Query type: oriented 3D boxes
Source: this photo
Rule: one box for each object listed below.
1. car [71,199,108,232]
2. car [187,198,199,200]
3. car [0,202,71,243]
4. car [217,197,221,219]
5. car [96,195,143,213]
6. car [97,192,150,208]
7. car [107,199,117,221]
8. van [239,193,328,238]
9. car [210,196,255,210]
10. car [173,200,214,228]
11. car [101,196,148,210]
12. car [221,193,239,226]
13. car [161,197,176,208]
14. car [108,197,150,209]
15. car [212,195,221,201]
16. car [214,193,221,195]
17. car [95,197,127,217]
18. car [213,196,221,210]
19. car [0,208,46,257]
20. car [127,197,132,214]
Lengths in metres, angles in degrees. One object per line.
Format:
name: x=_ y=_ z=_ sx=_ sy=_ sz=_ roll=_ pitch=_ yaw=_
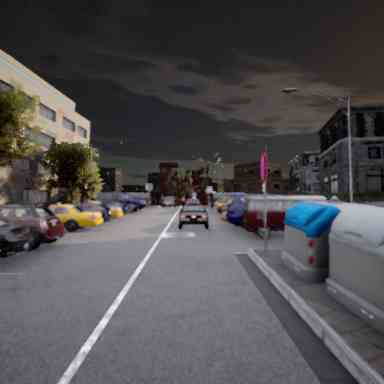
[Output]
car: x=-7.843 y=1.384 z=18.896 sx=5.366 sy=1.575 sz=1.946 roll=0 pitch=0 yaw=0
car: x=0.085 y=1.423 z=40.538 sx=1.895 sy=1.301 sz=4.718 roll=0 pitch=0 yaw=0
car: x=-7.623 y=1.289 z=13.307 sx=4.553 sy=1.767 sz=2.185 roll=0 pitch=0 yaw=0
car: x=4.667 y=1.386 z=27.427 sx=4.674 sy=1.452 sz=2.002 roll=0 pitch=0 yaw=0
car: x=-7.633 y=1.349 z=32.865 sx=4.792 sy=1.488 sz=2.163 roll=0 pitch=0 yaw=0
car: x=-7.635 y=1.055 z=35.657 sx=5.566 sy=2.045 sz=2.435 roll=0 pitch=0 yaw=0
car: x=-7.687 y=1.403 z=21.689 sx=4.792 sy=1.488 sz=2.163 roll=0 pitch=0 yaw=0
van: x=4.790 y=1.174 z=16.386 sx=4.442 sy=1.987 sz=1.878 roll=0 pitch=0 yaw=0
car: x=4.671 y=1.296 z=38.716 sx=5.008 sy=1.535 sz=2.097 roll=0 pitch=0 yaw=0
car: x=0.092 y=1.443 z=21.301 sx=2.033 sy=1.411 sz=5.357 roll=0 pitch=0 yaw=0
car: x=-7.664 y=1.296 z=38.393 sx=5.008 sy=1.535 sz=2.097 roll=0 pitch=0 yaw=0
car: x=4.701 y=1.135 z=19.177 sx=5.566 sy=2.045 sz=2.435 roll=0 pitch=0 yaw=0
car: x=-3.082 y=1.350 z=44.386 sx=2.128 sy=1.511 sz=4.902 roll=0 pitch=-1 yaw=0
car: x=-7.695 y=1.333 z=41.225 sx=4.792 sy=1.488 sz=2.163 roll=0 pitch=0 yaw=0
car: x=4.853 y=1.316 z=33.008 sx=5.366 sy=1.575 sz=1.946 roll=0 pitch=0 yaw=0
car: x=4.635 y=1.179 z=35.926 sx=4.553 sy=1.767 sz=2.185 roll=0 pitch=0 yaw=0
car: x=-7.845 y=1.357 z=24.484 sx=5.366 sy=1.575 sz=1.946 roll=0 pitch=0 yaw=0
car: x=4.640 y=1.362 z=30.216 sx=4.792 sy=1.488 sz=2.163 roll=0 pitch=0 yaw=0
car: x=-7.648 y=1.429 z=10.516 sx=4.892 sy=1.521 sz=2.231 roll=0 pitch=0 yaw=0
car: x=-7.690 y=1.376 z=27.278 sx=4.792 sy=1.488 sz=2.163 roll=0 pitch=0 yaw=0
